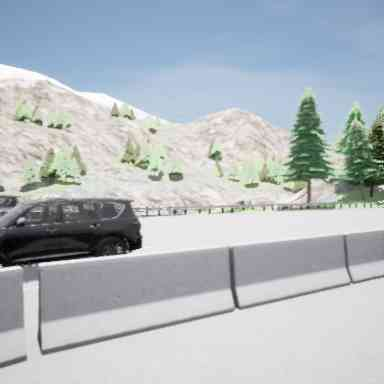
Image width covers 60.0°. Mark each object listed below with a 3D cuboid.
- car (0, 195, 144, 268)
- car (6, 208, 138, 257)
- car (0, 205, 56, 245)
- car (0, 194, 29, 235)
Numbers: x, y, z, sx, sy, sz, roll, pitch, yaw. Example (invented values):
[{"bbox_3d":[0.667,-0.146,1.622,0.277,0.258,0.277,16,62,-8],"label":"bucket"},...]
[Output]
[{"bbox_3d":[-4.125,1.193,9.532,5.566,2.045,2.150,0,0,-34],"label":"car"},{"bbox_3d":[-4.714,1.482,13.331,4.674,1.442,1.812,0,0,-34],"label":"car"},{"bbox_3d":[-8.845,1.456,14.734,4.902,1.511,2.128,0,0,-35],"label":"car"},{"bbox_3d":[-11.634,1.184,17.085,5.566,2.045,2.150,0,0,-35],"label":"car"}]
